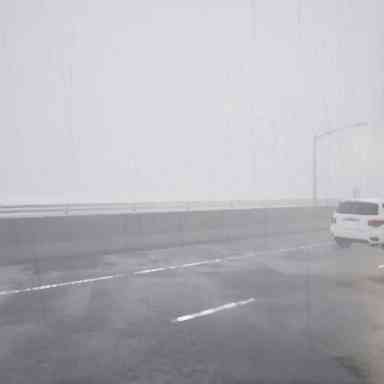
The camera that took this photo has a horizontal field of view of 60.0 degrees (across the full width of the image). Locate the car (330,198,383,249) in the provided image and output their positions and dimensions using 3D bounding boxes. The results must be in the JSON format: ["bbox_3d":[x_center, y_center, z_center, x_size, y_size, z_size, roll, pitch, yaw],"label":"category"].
[{"bbox_3d":[8.070,1.266,13.848,5.566,2.045,2.150,0,0,-35],"label":"car"}]
